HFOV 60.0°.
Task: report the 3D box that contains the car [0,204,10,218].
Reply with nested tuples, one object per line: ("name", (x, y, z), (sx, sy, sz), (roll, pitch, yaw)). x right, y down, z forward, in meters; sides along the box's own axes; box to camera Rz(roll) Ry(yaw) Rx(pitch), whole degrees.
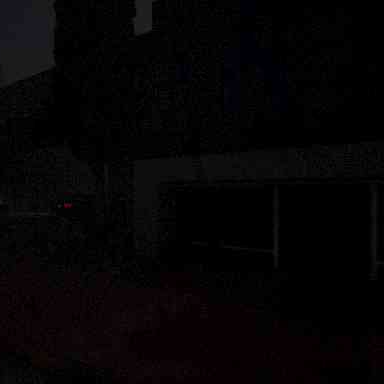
("car", (-18.205, 1.478, 28.108), (1.882, 1.535, 5.008), (0, 0, 36))

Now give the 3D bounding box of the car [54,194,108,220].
("car", (-8.964, 1.221, 28.616), (2.150, 2.045, 5.566), (0, 0, 36))

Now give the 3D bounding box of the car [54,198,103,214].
("car", (-12.292, 1.505, 36.317), (1.837, 1.490, 4.892), (0, 0, 36))
